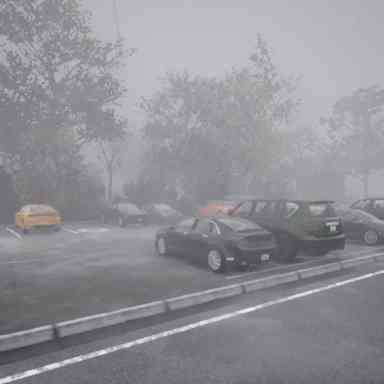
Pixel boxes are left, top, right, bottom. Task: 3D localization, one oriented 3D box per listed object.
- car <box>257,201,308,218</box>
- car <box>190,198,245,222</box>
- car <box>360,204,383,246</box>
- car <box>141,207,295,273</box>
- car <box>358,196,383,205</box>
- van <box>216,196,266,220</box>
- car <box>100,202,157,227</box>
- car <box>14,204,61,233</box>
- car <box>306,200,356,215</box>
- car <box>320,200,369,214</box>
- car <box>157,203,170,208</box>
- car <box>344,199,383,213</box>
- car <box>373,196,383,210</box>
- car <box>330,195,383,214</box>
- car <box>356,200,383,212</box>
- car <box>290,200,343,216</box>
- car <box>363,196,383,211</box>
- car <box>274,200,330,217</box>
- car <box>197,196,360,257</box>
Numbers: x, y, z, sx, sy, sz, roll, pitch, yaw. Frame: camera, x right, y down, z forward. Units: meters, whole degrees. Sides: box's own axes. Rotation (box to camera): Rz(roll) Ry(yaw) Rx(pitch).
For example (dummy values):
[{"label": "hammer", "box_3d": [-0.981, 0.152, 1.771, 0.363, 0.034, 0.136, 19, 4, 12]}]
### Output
[{"label": "car", "box_3d": [8.848, 1.643, 32.798, 2.002, 1.452, 4.674, 1, 0, -36]}, {"label": "car", "box_3d": [2.067, 1.406, 27.925, 2.185, 1.767, 4.553, 1, 0, -35]}, {"label": "car", "box_3d": [7.384, 1.511, 15.699, 2.231, 1.521, 4.892, 1, 0, -35]}, {"label": "car", "box_3d": [0.544, 1.473, 10.814, 2.231, 1.521, 4.892, 0, 0, -35]}, {"label": "car", "box_3d": [9.657, 1.280, 17.346, 2.435, 2.045, 5.566, 1, 0, -35]}, {"label": "van", "box_3d": [4.246, 1.327, 29.659, 1.878, 1.987, 4.442, 1, 0, -35]}, {"label": "car", "box_3d": [-4.761, 1.481, 23.107, 2.097, 1.535, 5.008, 0, 0, -35]}, {"label": "car", "box_3d": [-9.292, 1.465, 19.870, 2.097, 1.535, 5.008, 0, 0, -35]}, {"label": "car", "box_3d": [15.664, 1.707, 37.633, 2.163, 1.488, 4.792, 1, 0, -36]}, {"label": "car", "box_3d": [17.896, 1.732, 39.299, 2.163, 1.488, 4.792, 1, 0, -36]}, {"label": "car", "box_3d": [-2.489, 1.535, 24.721, 2.002, 1.452, 4.674, 0, 0, -35]}, {"label": "car", "box_3d": [22.447, 1.758, 42.510, 2.097, 1.535, 5.008, 1, 0, -36]}, {"label": "car", "box_3d": [29.159, 1.600, 47.277, 2.435, 2.045, 5.566, 1, 0, -36]}, {"label": "car", "box_3d": [20.195, 1.477, 40.873, 2.435, 2.045, 5.566, 1, 0, -36]}, {"label": "car", "box_3d": [24.610, 1.826, 44.059, 2.002, 1.452, 4.674, 1, 0, -36]}, {"label": "car", "box_3d": [13.384, 1.652, 36.033, 2.097, 1.535, 5.008, 1, 0, -36]}, {"label": "car", "box_3d": [26.994, 1.568, 45.729, 2.435, 2.045, 5.566, 1, -1, -36]}, {"label": "car", "box_3d": [11.222, 1.625, 34.267, 1.946, 1.575, 5.366, 1, 0, -36]}, {"label": "car", "box_3d": [2.807, 1.230, 12.467, 2.435, 2.045, 5.566, 0, 0, -35]}]
